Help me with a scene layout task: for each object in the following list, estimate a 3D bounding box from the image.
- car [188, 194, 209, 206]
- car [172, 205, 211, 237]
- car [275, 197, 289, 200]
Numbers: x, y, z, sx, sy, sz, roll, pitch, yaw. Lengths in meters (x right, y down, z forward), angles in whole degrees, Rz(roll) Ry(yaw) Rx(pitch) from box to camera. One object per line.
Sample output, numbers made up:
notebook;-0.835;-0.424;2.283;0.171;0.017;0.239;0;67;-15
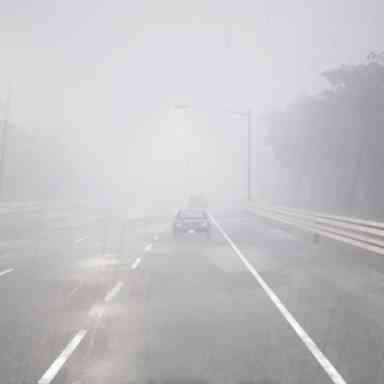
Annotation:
car;0.860;1.260;42.686;2.150;2.045;5.566;0;0;8
car;-0.024;1.609;18.097;1.895;1.301;4.718;0;0;0
car;24.720;1.503;90.751;2.033;1.411;5.357;0;0;45
